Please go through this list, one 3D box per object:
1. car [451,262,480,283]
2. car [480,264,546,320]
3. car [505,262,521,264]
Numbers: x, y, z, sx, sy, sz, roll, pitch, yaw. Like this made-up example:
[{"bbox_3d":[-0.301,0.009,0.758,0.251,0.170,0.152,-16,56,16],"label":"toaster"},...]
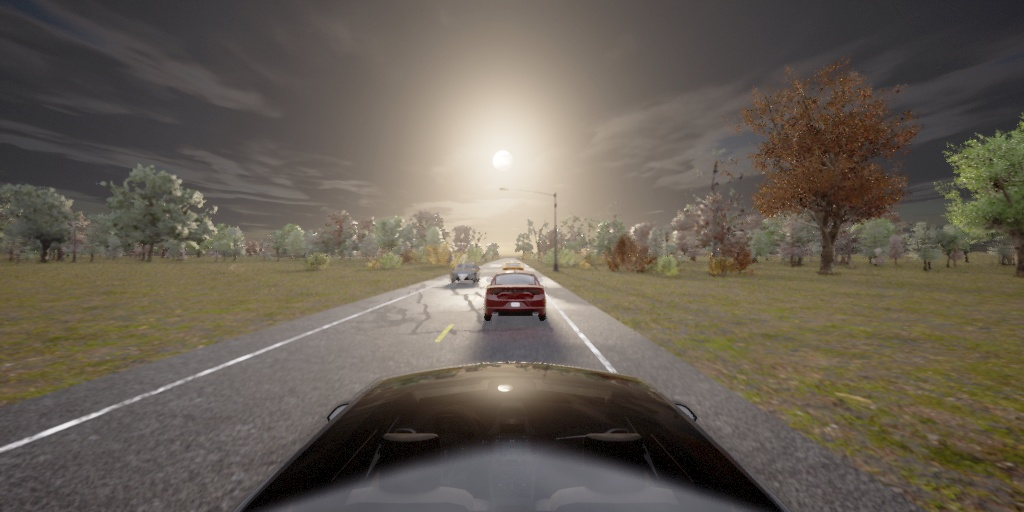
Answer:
[{"bbox_3d":[-3.501,1.257,27.765,2.128,1.511,4.902,0,0,0],"label":"car"},{"bbox_3d":[0.099,1.229,12.678,1.882,1.535,5.008,0,0,0],"label":"car"},{"bbox_3d":[0.099,1.231,31.071,1.882,1.535,5.008,0,0,0],"label":"car"}]
